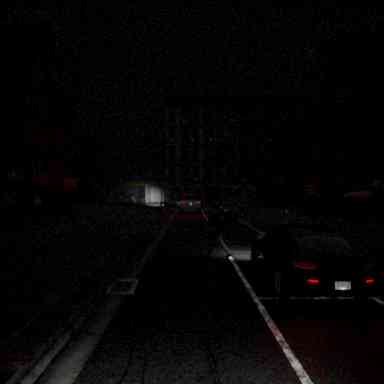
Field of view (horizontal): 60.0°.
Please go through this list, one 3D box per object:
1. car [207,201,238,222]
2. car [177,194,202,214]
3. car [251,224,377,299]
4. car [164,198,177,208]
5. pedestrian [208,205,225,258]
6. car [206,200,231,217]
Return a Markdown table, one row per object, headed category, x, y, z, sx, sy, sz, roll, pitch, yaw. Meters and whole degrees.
| category | x | y | z | sx | sy | sz | roll | pitch | yaw |
| --- | --- | --- | --- | --- | --- | --- | --- | --- | --- |
| car | 2.495 | 1.426 | 26.376 | 1.967 | 1.590 | 4.097 | 0 | 0 | 0 |
| car | -0.114 | 1.207 | 35.878 | 2.150 | 2.045 | 5.566 | 0 | 0 | 0 |
| car | 2.705 | 1.520 | 8.293 | 1.812 | 1.442 | 4.674 | 0 | 0 | 0 |
| car | -2.321 | 1.565 | 48.583 | 1.895 | 1.301 | 4.718 | 1 | 0 | -34 |
| pedestrian | 0.816 | 1.285 | 11.127 | 0.375 | 1.860 | 0.375 | 0 | 0 | 0 |
| car | 2.462 | 1.536 | 31.880 | 2.008 | 1.369 | 4.403 | 0 | 0 | 0 |
